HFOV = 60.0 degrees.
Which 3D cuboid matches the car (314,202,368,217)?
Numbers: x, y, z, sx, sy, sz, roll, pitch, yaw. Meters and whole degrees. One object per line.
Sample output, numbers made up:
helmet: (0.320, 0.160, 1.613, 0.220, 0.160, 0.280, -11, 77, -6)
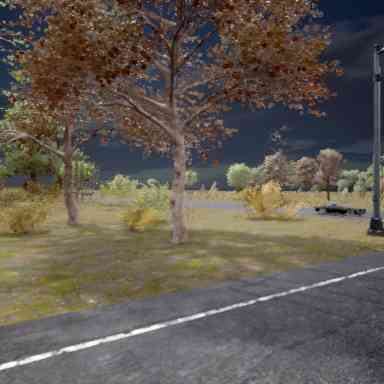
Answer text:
car: (14.545, 1.674, 32.642, 1.895, 1.301, 4.718, 0, 1, -35)
